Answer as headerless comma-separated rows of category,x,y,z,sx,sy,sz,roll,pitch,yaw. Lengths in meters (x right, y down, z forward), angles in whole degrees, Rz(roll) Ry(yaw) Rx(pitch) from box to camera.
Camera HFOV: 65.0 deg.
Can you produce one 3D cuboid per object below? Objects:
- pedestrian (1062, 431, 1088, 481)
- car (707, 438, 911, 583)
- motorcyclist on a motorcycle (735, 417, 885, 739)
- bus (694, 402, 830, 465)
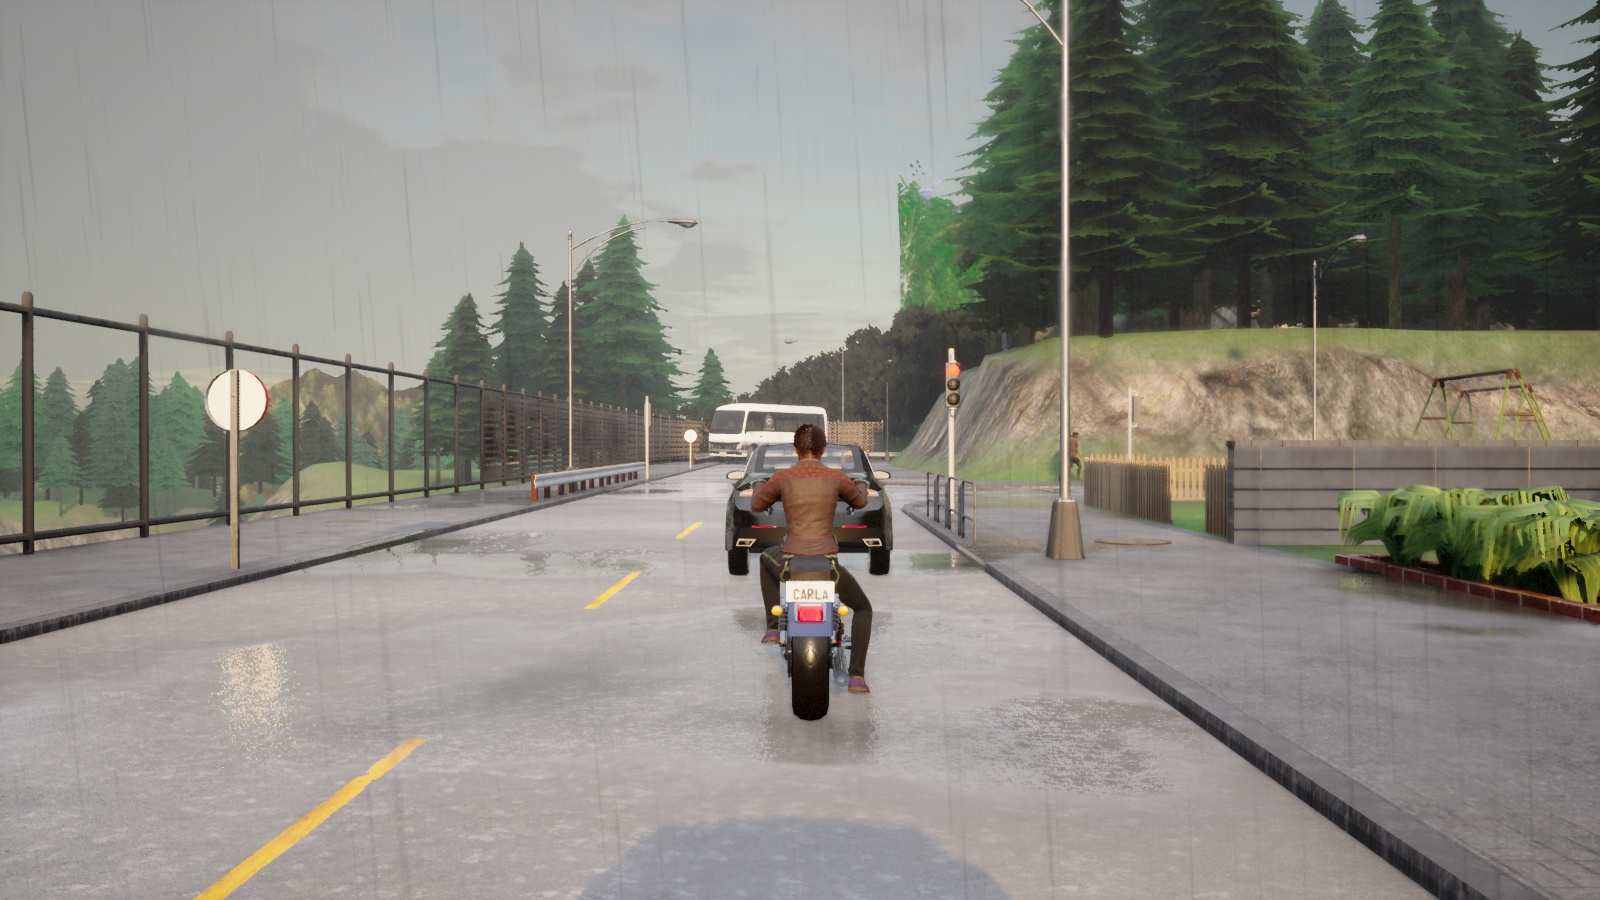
pedestrian,9.785,0.212,44.684,0.869,1.805,0.328,0,0,1
car,0.106,0.615,15.564,2.128,1.511,4.902,0,0,0
motorcyclist on a motorcycle,0.059,0.654,7.610,0.766,1.649,2.350,0,0,0
bus,-2.568,-1.161,90.044,3.944,4.253,10.273,2,1,39
